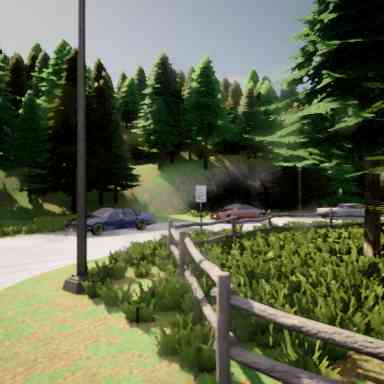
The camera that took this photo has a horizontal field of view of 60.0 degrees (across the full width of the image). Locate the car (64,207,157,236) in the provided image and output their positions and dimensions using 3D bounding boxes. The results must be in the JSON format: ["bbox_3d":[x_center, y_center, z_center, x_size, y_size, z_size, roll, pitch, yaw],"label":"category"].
[{"bbox_3d":[-4.467,1.573,19.138,2.033,1.411,5.357,0,0,41],"label":"car"}]

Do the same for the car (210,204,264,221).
[{"bbox_3d":[3.474,1.590,25.180,4.181,1.385,1.994,0,0,-26],"label":"car"}]

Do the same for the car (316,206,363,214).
[{"bbox_3d":[12.992,1.628,28.079,4.718,1.301,1.895,0,0,-6],"label":"car"}]
